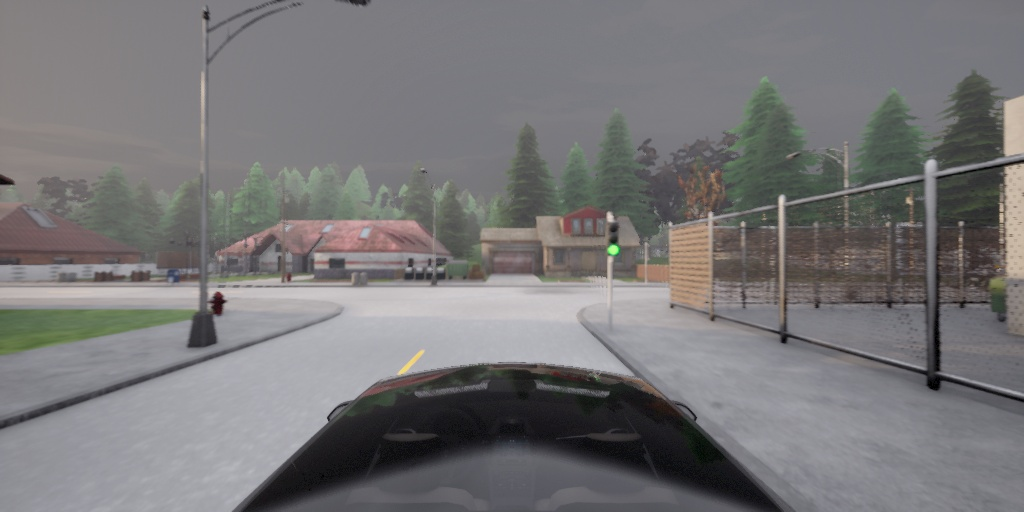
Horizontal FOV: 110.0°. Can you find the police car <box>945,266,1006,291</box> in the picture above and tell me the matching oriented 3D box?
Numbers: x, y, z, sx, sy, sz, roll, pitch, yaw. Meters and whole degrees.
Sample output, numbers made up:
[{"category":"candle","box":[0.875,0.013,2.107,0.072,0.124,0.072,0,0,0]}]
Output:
[{"category":"police car","box":[31.661,1.459,23.659,4.974,1.542,2.038,0,-1,0]}]
